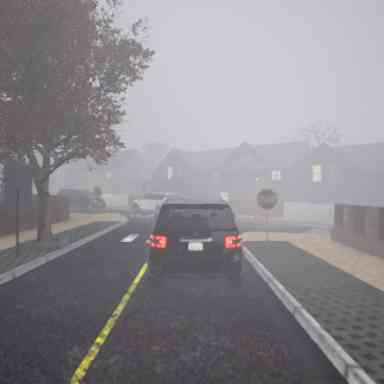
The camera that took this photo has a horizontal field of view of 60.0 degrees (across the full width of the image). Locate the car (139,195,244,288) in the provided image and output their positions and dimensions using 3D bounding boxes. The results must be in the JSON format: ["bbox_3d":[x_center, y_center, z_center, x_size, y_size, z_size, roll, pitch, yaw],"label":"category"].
[{"bbox_3d":[0.087,1.195,9.333,2.150,2.045,5.566,0,0,0],"label":"car"}]

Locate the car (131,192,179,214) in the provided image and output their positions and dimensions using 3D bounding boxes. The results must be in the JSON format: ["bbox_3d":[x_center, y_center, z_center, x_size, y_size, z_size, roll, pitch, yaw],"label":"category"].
[{"bbox_3d":[-3.268,1.066,30.626,5.566,2.045,2.150,2,-1,43],"label":"car"}]

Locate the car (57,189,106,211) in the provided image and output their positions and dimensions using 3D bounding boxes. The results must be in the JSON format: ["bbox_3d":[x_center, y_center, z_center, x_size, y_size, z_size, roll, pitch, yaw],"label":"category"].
[{"bbox_3d":[-10.819,0.753,32.251,5.566,2.045,2.150,2,0,32],"label":"car"}]
